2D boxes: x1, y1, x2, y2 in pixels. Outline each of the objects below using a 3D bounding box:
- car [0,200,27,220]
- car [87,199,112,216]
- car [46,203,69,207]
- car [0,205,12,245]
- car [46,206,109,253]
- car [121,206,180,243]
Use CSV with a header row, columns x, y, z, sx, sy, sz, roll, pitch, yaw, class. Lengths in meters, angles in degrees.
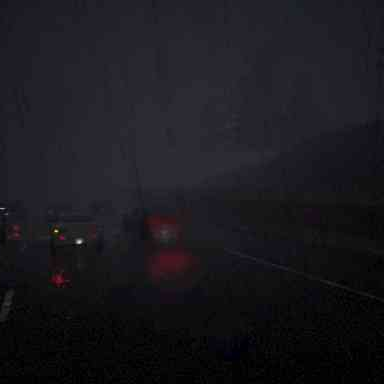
x,y,z,sx,sy,sz,roll,pitch,yaw,class
-14.513,1.411,26.775,2.128,1.511,4.902,0,0,-23,car
-8.707,1.379,31.088,1.882,1.535,5.008,0,0,-22,car
-10.769,1.517,26.883,1.895,1.301,4.718,0,0,-23,car
-8.303,1.466,12.771,1.837,1.490,4.892,0,0,-24,car
-4.808,1.484,13.532,1.812,1.442,4.674,0,0,-24,car
-2.095,1.454,16.037,1.837,1.490,4.892,0,1,-24,car
